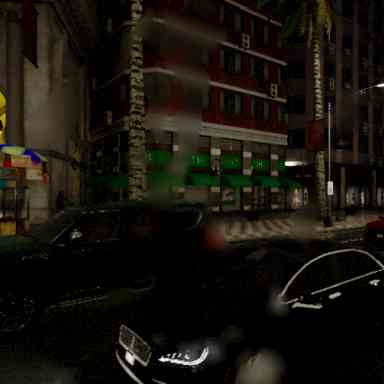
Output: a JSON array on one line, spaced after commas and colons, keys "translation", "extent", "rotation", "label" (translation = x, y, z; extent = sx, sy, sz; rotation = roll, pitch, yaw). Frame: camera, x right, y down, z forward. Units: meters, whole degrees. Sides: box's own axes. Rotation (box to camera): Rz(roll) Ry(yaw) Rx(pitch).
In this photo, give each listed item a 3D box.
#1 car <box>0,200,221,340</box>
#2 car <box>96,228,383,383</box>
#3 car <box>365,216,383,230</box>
[{"translation": [-1.898, 1.222, 6.917], "extent": [5.566, 2.045, 2.150], "rotation": [0, 0, -35], "label": "car"}, {"translation": [1.337, 1.505, 4.902], "extent": [4.892, 1.490, 1.837], "rotation": [0, 0, -35], "label": "car"}, {"translation": [9.682, 1.478, 14.800], "extent": [5.008, 1.535, 1.882], "rotation": [-1, 0, -33], "label": "car"}]
